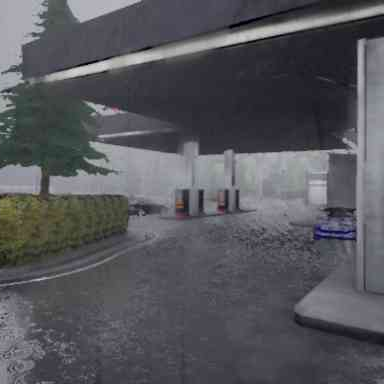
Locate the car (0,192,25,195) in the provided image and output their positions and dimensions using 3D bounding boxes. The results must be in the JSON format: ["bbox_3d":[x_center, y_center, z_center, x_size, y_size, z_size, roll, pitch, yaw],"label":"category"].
[{"bbox_3d":[-19.844,0.965,36.889,3.866,1.878,1.905,0,1,35],"label":"car"}]

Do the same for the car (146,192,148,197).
[{"bbox_3d":[-13.099,0.985,78.191,3.806,1.475,1.970,0,1,35],"label":"car"}]

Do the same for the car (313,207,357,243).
[{"bbox_3d":[7.723,1.564,16.984,2.242,1.667,4.611,0,1,35],"label":"car"}]

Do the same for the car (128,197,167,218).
[{"bbox_3d":[-4.208,1.460,29.765,2.128,1.511,4.902,0,1,35],"label":"car"}]

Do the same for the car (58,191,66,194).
[{"bbox_3d":[-28.226,0.732,69.720,4.605,1.855,1.932,0,1,35],"label":"car"}]

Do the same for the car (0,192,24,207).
[{"bbox_3d":[-24.415,0.925,44.087,4.605,1.855,1.932,0,1,35],"label":"car"}]

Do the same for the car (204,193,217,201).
[{"bbox_3d":[2.124,1.038,67.388,5.027,1.636,2.152,0,1,35],"label":"car"}]

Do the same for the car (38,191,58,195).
[{"bbox_3d":[-29.551,0.728,67.101,3.866,1.878,1.905,0,1,35],"label":"car"}]

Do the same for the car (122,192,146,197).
[{"bbox_3d":[-10.949,1.042,62.066,3.633,1.501,1.845,0,1,35],"label":"car"}]

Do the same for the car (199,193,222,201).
[{"bbox_3d":[3.876,1.031,69.990,4.514,1.523,2.007,0,1,35],"label":"car"}]
